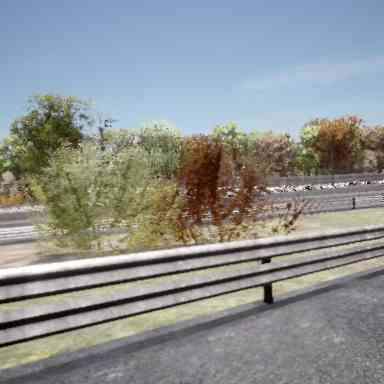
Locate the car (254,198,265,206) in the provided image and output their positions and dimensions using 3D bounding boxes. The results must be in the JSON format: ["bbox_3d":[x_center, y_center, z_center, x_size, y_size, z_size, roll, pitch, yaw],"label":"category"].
[{"bbox_3d":[8.898,1.654,38.912,5.008,1.535,1.882,-4,2,-17],"label":"car"}]

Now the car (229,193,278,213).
[{"bbox_3d":[7.786,1.348,42.229,5.566,2.045,2.150,-4,2,-17],"label":"car"}]
